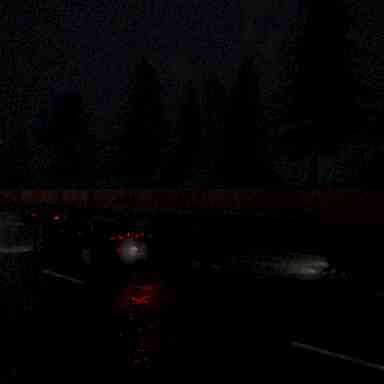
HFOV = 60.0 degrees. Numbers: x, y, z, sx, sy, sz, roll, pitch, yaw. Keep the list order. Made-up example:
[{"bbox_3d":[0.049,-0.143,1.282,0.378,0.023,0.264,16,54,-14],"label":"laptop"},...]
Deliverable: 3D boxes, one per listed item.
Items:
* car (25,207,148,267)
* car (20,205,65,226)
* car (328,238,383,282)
[{"bbox_3d":[-3.612,1.487,11.434,4.892,1.490,1.837,0,0,39],"label":"car"},{"bbox_3d":[-8.915,1.504,20.781,5.357,1.411,2.033,0,0,44],"label":"car"},{"bbox_3d":[6.300,1.569,8.135,5.357,1.411,2.033,0,0,36],"label":"car"}]
